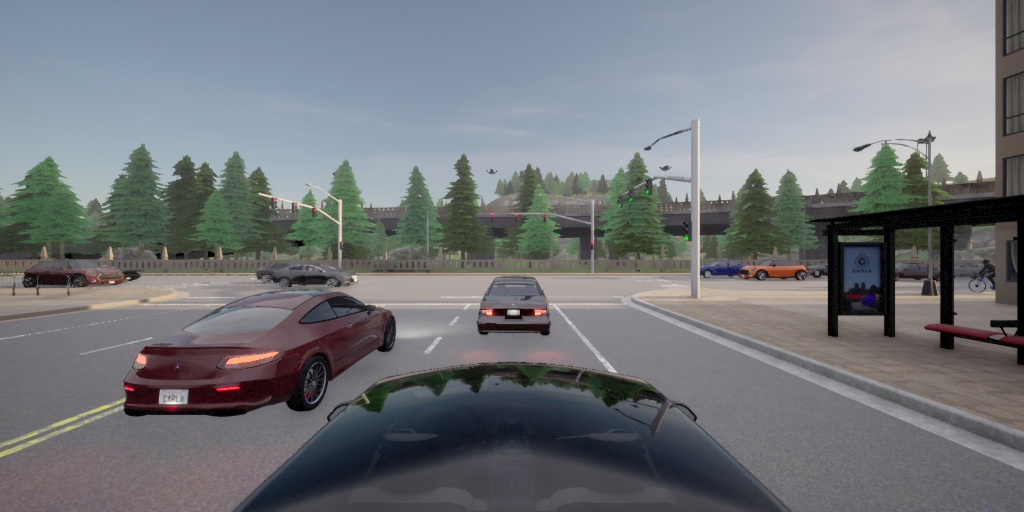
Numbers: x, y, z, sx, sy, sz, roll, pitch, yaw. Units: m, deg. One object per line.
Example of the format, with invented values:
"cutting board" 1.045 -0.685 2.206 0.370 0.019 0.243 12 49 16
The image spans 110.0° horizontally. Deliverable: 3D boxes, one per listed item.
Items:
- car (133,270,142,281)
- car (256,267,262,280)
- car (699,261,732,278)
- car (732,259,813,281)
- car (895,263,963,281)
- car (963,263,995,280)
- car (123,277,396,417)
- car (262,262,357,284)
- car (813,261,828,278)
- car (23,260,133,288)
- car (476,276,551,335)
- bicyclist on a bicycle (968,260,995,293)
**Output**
"car" -29.930 1.295 25.939 4.718 1.301 1.895 0 0 0
"car" -15.639 1.200 25.788 4.892 1.490 1.837 0 0 1
"car" 18.905 1.172 32.527 5.008 1.535 1.882 0 0 1
"car" 20.951 1.046 28.973 4.553 1.767 2.097 0 0 2
"car" 31.416 1.242 28.466 5.357 1.411 2.033 0 0 7
"car" 38.074 1.258 30.464 4.181 1.385 1.994 0 0 17
"car" -3.447 1.276 5.969 1.812 1.442 4.674 0 0 0
"car" -12.156 1.215 22.238 4.902 1.511 2.128 0 0 0
"car" 28.286 1.186 32.146 4.902 1.511 2.128 0 0 4
"car" -27.212 1.047 22.403 4.553 1.767 2.097 0 0 1
"car" 0.087 1.297 10.464 2.033 1.411 5.357 0 0 1
"bicyclist on a bicycle" 22.755 0.995 17.060 0.582 1.620 1.656 0 0 1
